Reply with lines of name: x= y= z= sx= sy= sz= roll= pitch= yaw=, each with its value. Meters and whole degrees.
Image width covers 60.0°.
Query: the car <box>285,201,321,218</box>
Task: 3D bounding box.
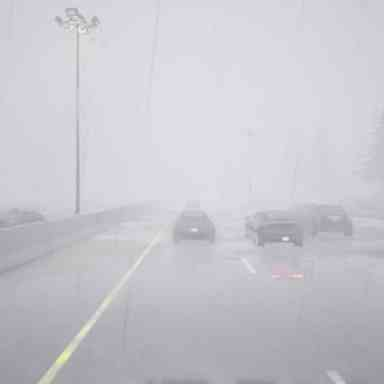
car: x=10.591 y=1.656 z=32.053 sx=1.994 sy=1.385 sz=4.181 roll=0 pitch=0 yaw=0

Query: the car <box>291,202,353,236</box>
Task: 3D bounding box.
car: x=7.096 y=1.405 z=18.712 sx=2.097 sy=1.767 sz=4.553 roll=0 pitch=0 yaw=0

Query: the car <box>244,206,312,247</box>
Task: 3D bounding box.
car: x=3.596 y=1.550 z=15.205 sx=1.837 sy=1.490 sz=4.892 roll=0 pitch=0 yaw=0

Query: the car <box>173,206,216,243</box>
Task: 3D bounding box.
car: x=0.098 y=1.612 z=16.429 sx=1.994 sy=1.385 sz=4.181 roll=0 pitch=0 yaw=0

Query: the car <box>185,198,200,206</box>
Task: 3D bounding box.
car: x=0.072 y=1.632 z=44.006 sx=1.837 sy=1.490 sz=4.892 roll=0 pitch=0 yaw=0

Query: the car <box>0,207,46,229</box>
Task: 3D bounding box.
car: x=-10.594 y=1.621 z=20.168 sx=1.994 sy=1.385 sz=4.181 roll=0 pitch=0 yaw=0
